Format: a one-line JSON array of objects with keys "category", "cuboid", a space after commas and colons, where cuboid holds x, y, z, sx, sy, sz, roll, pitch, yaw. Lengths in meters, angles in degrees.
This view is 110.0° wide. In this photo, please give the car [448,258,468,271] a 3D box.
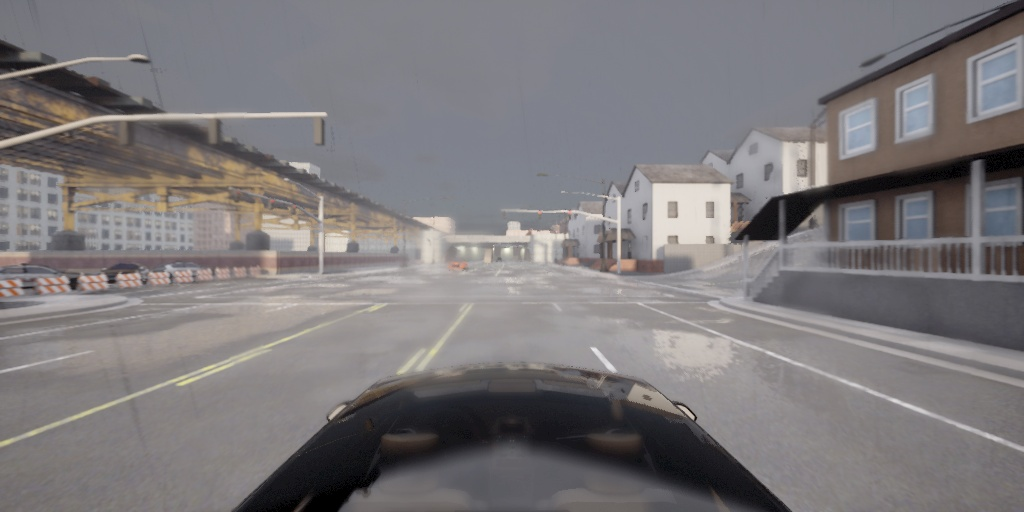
[{"category": "car", "cuboid": [-6.994, 1.022, 46.886, 2.097, 1.767, 4.553, 0, 0, 0]}]
